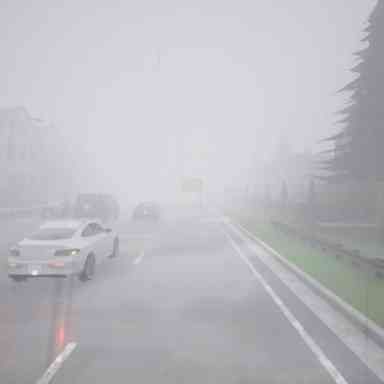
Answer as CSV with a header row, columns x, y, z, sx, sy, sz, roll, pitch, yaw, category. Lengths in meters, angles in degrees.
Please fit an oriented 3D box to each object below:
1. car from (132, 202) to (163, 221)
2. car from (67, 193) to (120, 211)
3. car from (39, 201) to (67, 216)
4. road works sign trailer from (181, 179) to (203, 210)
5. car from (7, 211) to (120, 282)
x,y,z,sx,sy,sz,roll,pitch,yaw,category
-3.393,1.443,26.008,1.994,1.385,4.181,0,0,0,car
-6.894,1.108,24.471,2.150,2.045,5.566,0,0,0,car
-10.407,1.403,26.356,1.812,1.442,4.674,0,0,0,car
0.010,0.285,38.750,2.380,3.560,2.880,0,0,0,road works sign trailer
-3.412,1.481,9.518,1.812,1.442,4.674,0,0,0,car
